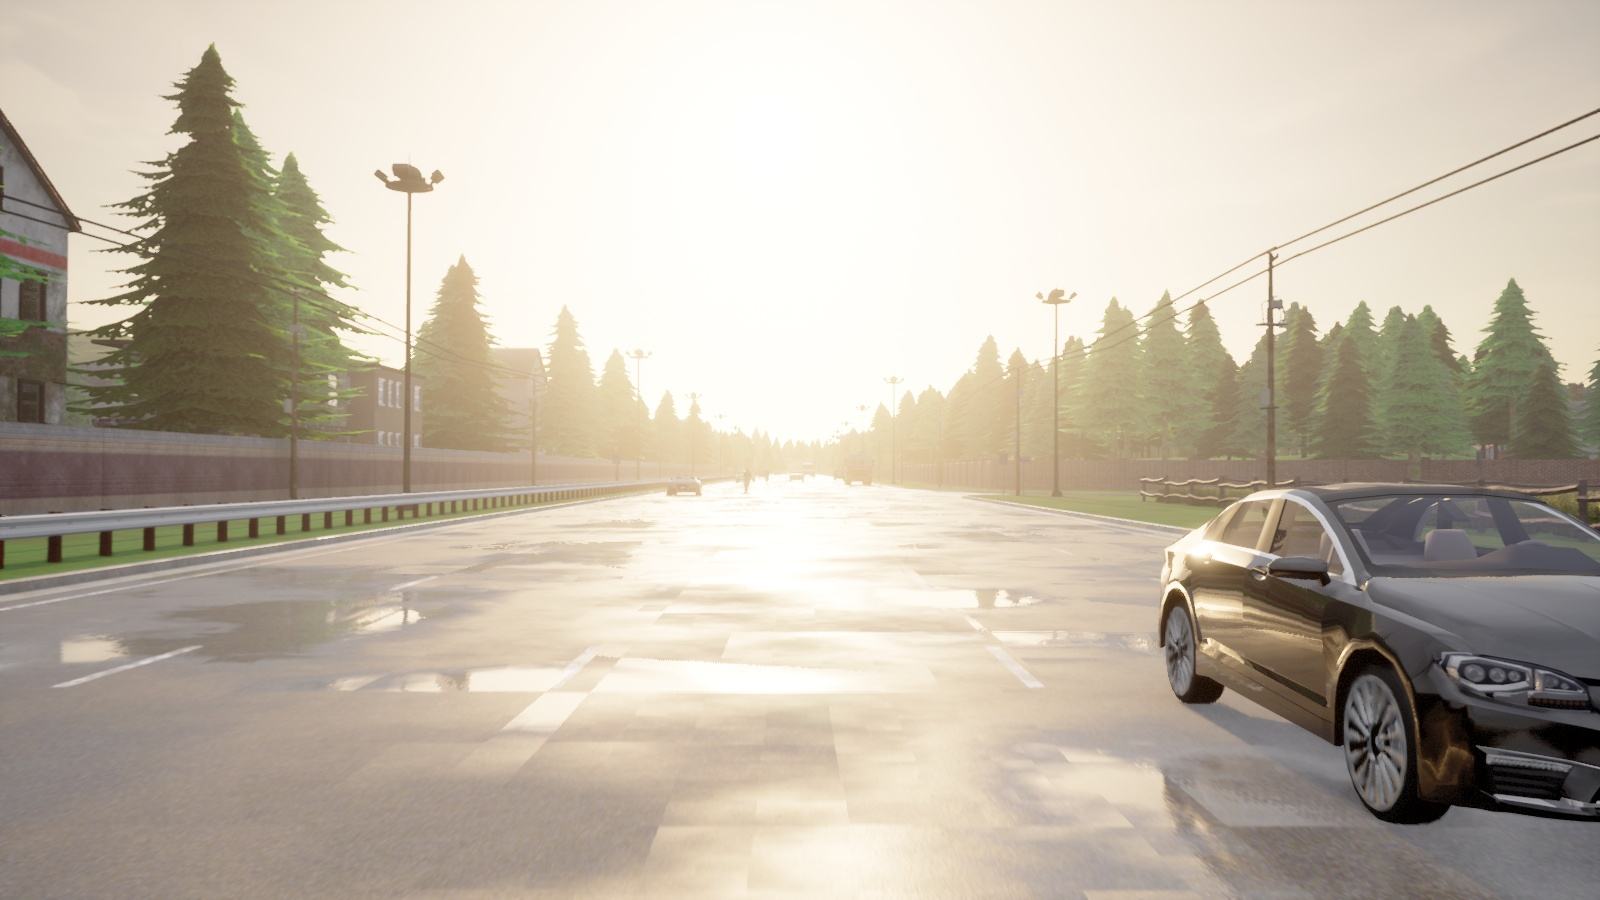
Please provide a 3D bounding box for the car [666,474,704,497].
[{"bbox_3d":[-7.189,2.226,78.799,1.994,1.385,4.181,0,-1,0],"label":"car"}]

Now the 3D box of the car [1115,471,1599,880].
[{"bbox_3d":[3.482,0.876,7.128,2.128,1.511,4.902,0,-1,0],"label":"car"}]
